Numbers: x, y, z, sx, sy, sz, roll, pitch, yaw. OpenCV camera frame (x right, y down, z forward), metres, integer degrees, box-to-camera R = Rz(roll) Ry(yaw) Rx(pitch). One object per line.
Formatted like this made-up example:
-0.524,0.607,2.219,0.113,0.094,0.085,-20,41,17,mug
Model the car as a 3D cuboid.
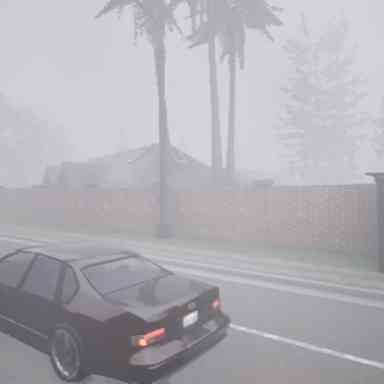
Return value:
-2.052,1.539,5.409,5.357,1.411,2.033,0,0,36,car
